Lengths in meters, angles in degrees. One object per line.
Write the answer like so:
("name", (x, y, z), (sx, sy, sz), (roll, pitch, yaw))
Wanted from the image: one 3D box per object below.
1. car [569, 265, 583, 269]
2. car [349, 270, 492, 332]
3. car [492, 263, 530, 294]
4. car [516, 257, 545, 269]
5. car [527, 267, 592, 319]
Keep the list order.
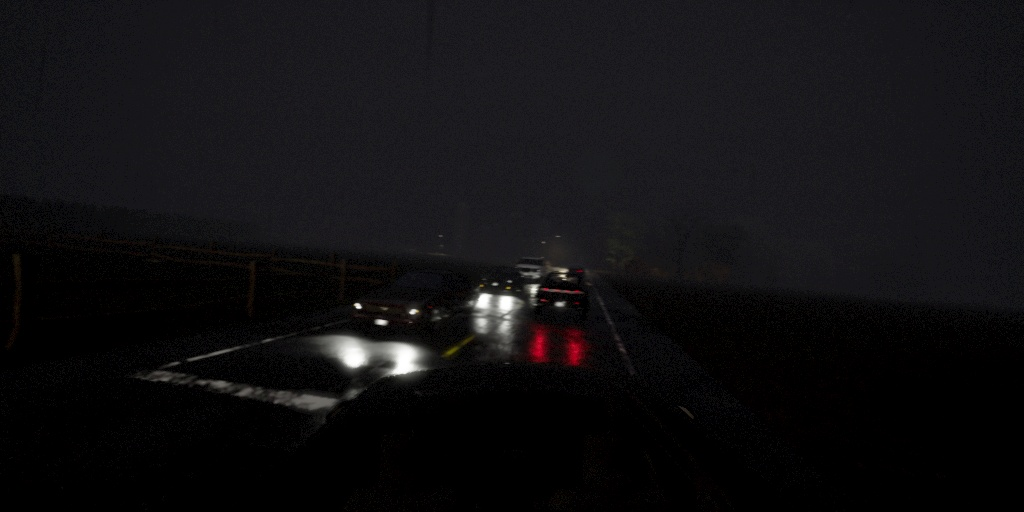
("car", (6.853, 1.762, 38.575), (2.128, 1.511, 4.902), (4, 0, 11))
("car", (-2.385, 1.135, 10.615), (2.033, 1.411, 5.357), (4, 0, 11))
("car", (-0.470, 1.295, 20.376), (1.994, 1.385, 4.181), (4, 0, 11))
("car", (1.617, 1.109, 30.892), (2.150, 2.045, 5.566), (4, 0, 11))
("car", (2.046, 1.398, 14.063), (2.128, 1.511, 4.902), (4, 0, 11))
